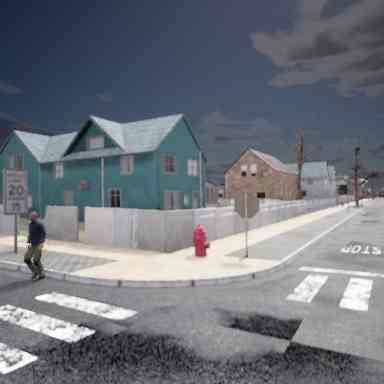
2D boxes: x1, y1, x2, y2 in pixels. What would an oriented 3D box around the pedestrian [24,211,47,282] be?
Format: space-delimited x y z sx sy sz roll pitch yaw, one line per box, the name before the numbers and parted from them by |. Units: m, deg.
pedestrian | -4.038 1.354 8.564 0.375 1.860 0.375 -2 -3 31
